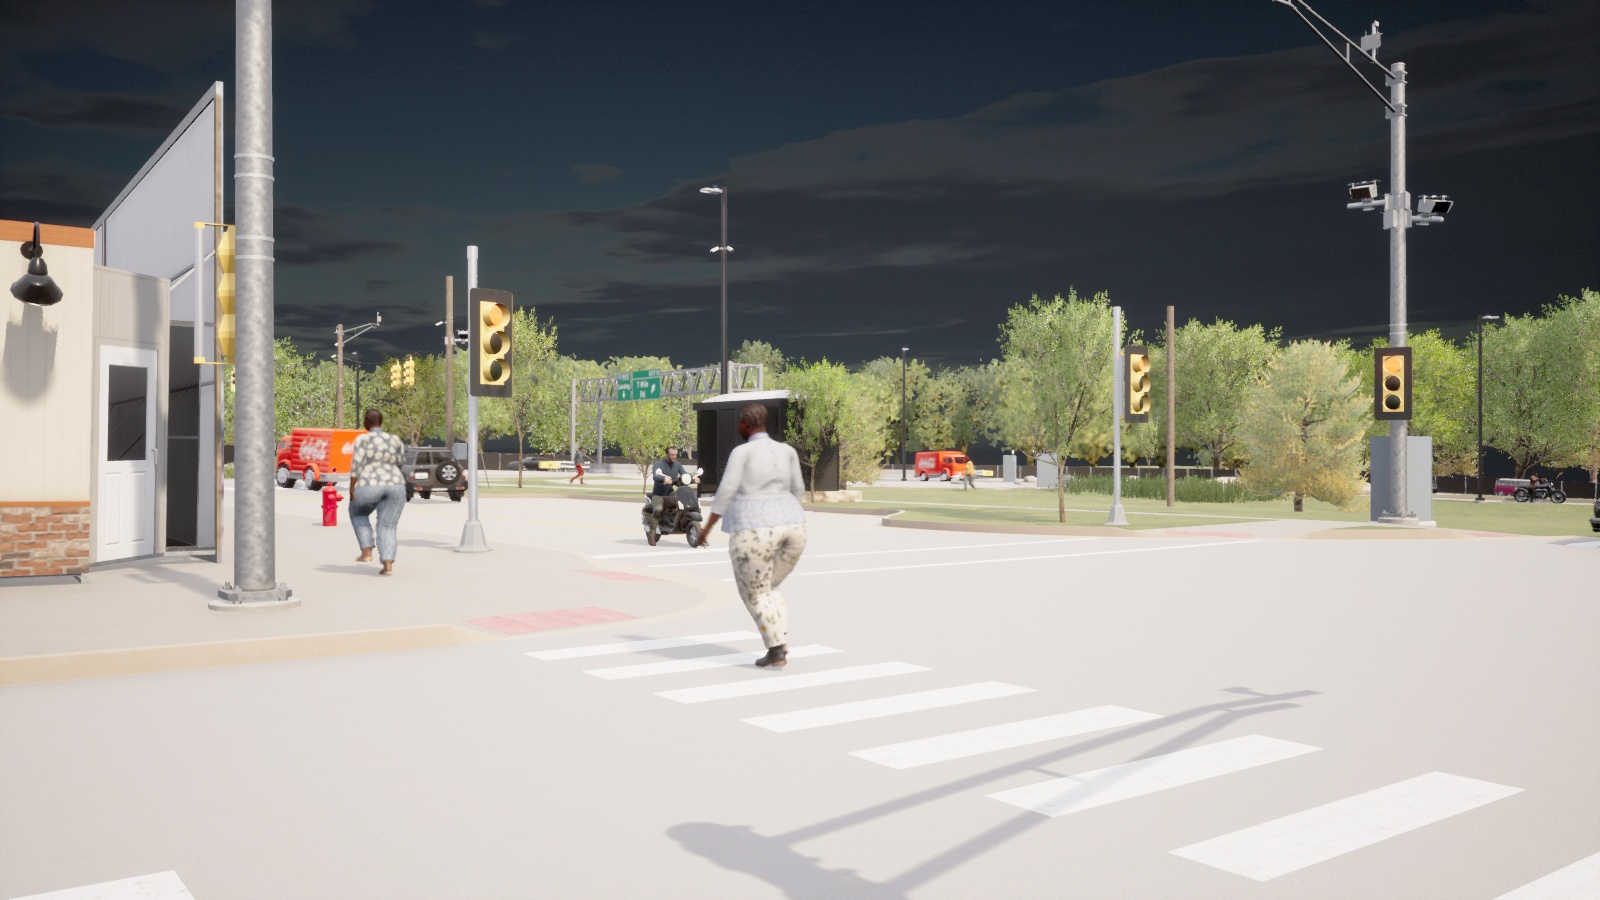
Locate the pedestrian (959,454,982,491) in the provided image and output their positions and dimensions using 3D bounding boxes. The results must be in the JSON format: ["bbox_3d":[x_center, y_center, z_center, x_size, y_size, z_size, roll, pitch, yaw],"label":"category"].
[{"bbox_3d":[8.755,1.163,64.570,0.900,1.855,0.874,0,0,-13],"label":"pedestrian"}]

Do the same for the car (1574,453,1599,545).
[{"bbox_3d":[14.795,0.760,20.406,5.357,1.411,2.033,0,0,-38],"label":"car"}]

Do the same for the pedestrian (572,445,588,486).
[{"bbox_3d":[-10.083,0.715,57.581,0.614,1.847,0.353,0,0,-24],"label":"pedestrian"}]

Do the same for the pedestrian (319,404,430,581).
[{"bbox_3d":[-4.667,0.443,13.759,0.874,1.855,0.900,0,0,-40],"label":"pedestrian"}]

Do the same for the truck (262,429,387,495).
[{"bbox_3d":[-19.425,0.444,51.188,5.204,2.467,2.627,2,1,42],"label":"truck"}]

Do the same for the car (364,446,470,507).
[{"bbox_3d":[-12.629,0.816,41.247,1.932,1.855,4.605,0,1,-36],"label":"car"}]

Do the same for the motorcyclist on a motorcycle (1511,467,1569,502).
[{"bbox_3d":[36.430,1.689,61.827,0.766,1.649,2.350,0,0,-42],"label":"motorcyclist on a motorcycle"}]

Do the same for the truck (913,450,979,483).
[{"bbox_3d":[11.339,1.308,98.045,2.627,2.467,5.204,1,-2,-27],"label":"truck"}]

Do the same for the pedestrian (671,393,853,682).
[{"bbox_3d":[-0.264,0.563,8.707,0.874,1.855,0.900,0,0,-43],"label":"pedestrian"}]

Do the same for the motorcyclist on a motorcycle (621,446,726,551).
[{"bbox_3d":[-2.040,0.744,20.081,0.866,1.590,1.817,0,0,-36],"label":"motorcyclist on a motorcycle"}]
